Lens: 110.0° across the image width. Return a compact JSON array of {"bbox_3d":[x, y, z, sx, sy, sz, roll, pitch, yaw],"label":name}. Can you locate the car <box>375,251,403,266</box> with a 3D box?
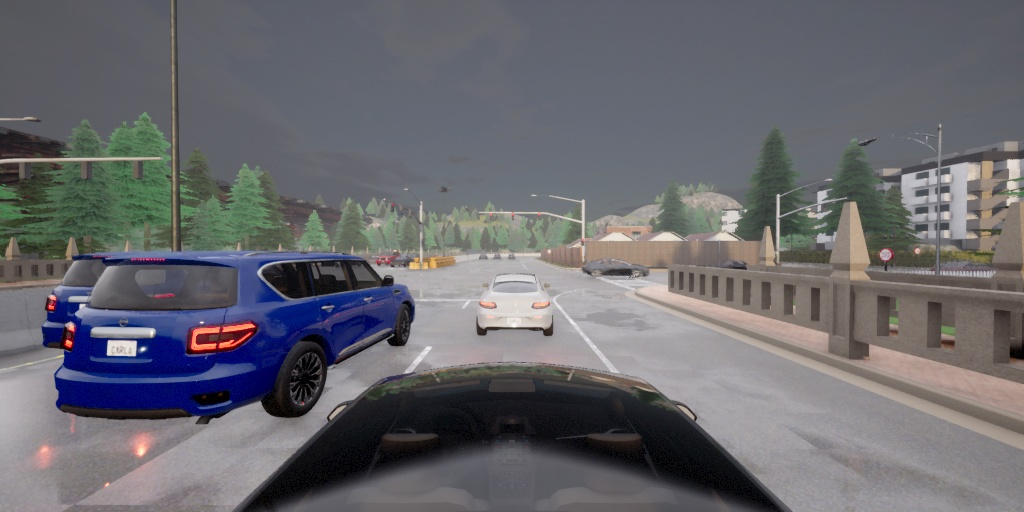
[{"bbox_3d":[-17.661,0.356,51.756,2.150,2.045,5.566,0,1,-1],"label":"car"}]

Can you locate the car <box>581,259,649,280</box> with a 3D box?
[{"bbox_3d":[7.685,0.945,26.897,4.902,1.511,2.128,0,1,5],"label":"car"}]

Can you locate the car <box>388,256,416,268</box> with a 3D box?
[{"bbox_3d":[-14.122,0.751,46.382,2.033,1.411,5.357,0,1,-1],"label":"car"}]

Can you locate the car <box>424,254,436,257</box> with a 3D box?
[{"bbox_3d":[-14.147,0.595,59.719,1.994,1.385,4.181,0,1,0],"label":"car"}]

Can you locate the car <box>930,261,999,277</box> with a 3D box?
[{"bbox_3d":[33.061,1.031,25.865,4.181,1.385,1.994,0,1,2],"label":"car"}]

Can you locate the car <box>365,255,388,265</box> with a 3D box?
[{"bbox_3d":[-21.143,0.603,56.171,1.812,1.442,4.674,0,1,0],"label":"car"}]

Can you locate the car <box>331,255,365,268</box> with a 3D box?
[{"bbox_3d":[-21.153,0.694,46.475,2.128,1.511,4.902,0,1,0],"label":"car"}]

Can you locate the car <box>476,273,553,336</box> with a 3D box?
[{"bbox_3d":[0.108,1.196,9.986,1.812,1.442,4.674,0,1,2],"label":"car"}]

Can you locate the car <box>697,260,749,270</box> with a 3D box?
[{"bbox_3d":[18.032,1.015,29.978,4.718,1.301,1.895,0,1,2],"label":"car"}]

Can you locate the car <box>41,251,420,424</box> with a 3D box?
[{"bbox_3d":[-3.488,0.934,6.066,2.150,2.045,5.566,0,1,4],"label":"car"}]
